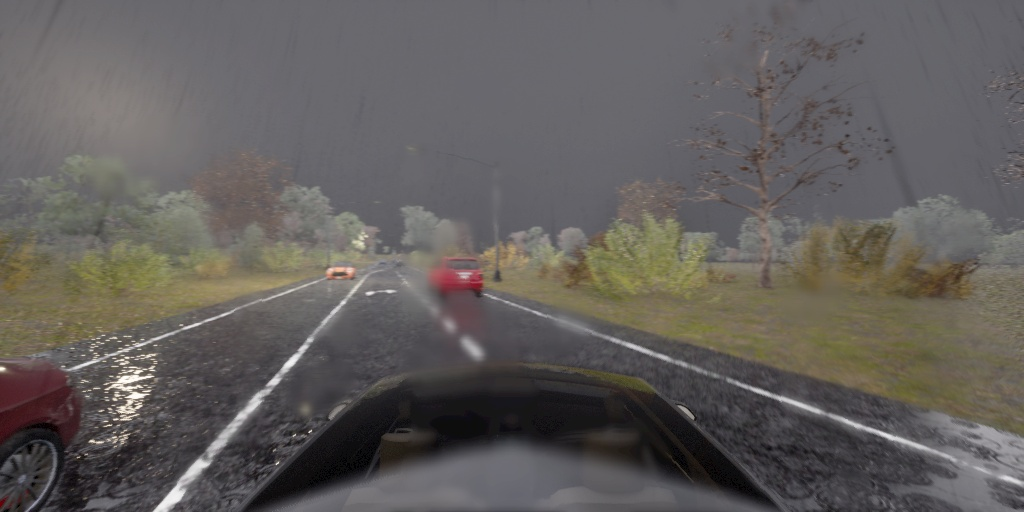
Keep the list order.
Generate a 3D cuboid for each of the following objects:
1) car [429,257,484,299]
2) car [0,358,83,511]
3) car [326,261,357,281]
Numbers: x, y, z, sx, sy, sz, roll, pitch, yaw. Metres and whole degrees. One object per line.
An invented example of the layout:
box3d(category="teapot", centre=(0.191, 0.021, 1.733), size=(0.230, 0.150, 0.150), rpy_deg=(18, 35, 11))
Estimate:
box3d(category="car", centre=(-3.122, 1.097, 19.358), size=(2.150, 2.045, 5.566), rpy_deg=(1, -1, -20))
box3d(category="car", centre=(-3.977, 1.245, 1.132), size=(1.812, 1.442, 4.674), rpy_deg=(1, 0, -20))
box3d(category="car", centre=(-15.139, 1.248, 32.016), size=(2.097, 1.767, 4.553), rpy_deg=(1, 0, -20))
